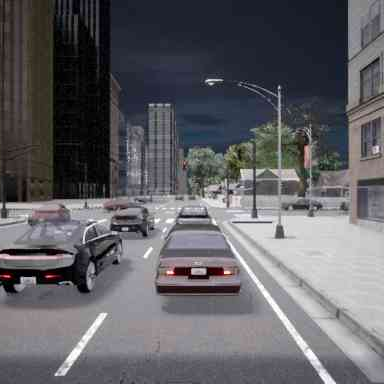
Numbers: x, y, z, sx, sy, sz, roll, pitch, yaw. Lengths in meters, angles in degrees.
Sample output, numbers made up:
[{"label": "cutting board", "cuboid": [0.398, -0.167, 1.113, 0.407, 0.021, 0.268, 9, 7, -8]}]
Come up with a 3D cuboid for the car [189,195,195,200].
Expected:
[{"label": "car", "cuboid": [0.035, 1.527, 94.348, 1.812, 1.442, 4.674, 0, 0, 0]}]

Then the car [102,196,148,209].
[{"label": "car", "cuboid": [-7.845, 1.526, 37.737, 4.674, 1.442, 1.812, 0, 1, -35]}]

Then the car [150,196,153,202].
[{"label": "car", "cuboid": [-9.723, 1.518, 73.212, 1.812, 1.442, 4.674, 0, 0, 0]}]

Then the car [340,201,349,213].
[{"label": "car", "cuboid": [17.737, 1.475, 33.989, 4.902, 1.511, 2.128, 0, -1, 0]}]

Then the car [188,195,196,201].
[{"label": "car", "cuboid": [0.032, 1.496, 84.112, 1.837, 1.490, 4.892, 0, 0, 0]}]

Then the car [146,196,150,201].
[{"label": "car", "cuboid": [-9.769, 1.595, 63.100, 1.895, 1.301, 4.718, 0, 0, 1]}]

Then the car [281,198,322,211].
[{"label": "car", "cuboid": [13.298, 1.555, 40.720, 4.892, 1.490, 1.837, 0, -1, 0]}]

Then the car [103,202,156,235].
[{"label": "car", "cuboid": [-3.143, 1.504, 18.099, 1.837, 1.490, 4.892, 0, 0, 0]}]

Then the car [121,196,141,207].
[{"label": "car", "cuboid": [-9.806, 1.487, 53.781, 2.128, 1.511, 4.902, 0, 0, 1]}]

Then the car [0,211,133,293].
[{"label": "car", "cuboid": [-3.148, 1.492, 8.839, 2.128, 1.511, 4.902, 0, 0, 0]}]

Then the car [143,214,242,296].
[{"label": "car", "cuboid": [0.094, 1.545, 8.768, 2.033, 1.411, 5.357, 0, 0, -1]}]

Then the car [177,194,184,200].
[{"label": "car", "cuboid": [-3.215, 1.312, 93.941, 1.882, 1.535, 5.008, 0, 0, 0]}]

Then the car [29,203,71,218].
[{"label": "car", "cuboid": [-9.775, 1.525, 23.257, 1.812, 1.442, 4.674, 1, 0, -7]}]

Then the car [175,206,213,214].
[{"label": "car", "cuboid": [0.105, 1.491, 17.821, 2.128, 1.511, 4.902, 0, 0, 0]}]

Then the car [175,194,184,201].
[{"label": "car", "cuboid": [-3.219, 1.343, 83.906, 2.097, 1.767, 4.553, 0, 0, 0]}]
